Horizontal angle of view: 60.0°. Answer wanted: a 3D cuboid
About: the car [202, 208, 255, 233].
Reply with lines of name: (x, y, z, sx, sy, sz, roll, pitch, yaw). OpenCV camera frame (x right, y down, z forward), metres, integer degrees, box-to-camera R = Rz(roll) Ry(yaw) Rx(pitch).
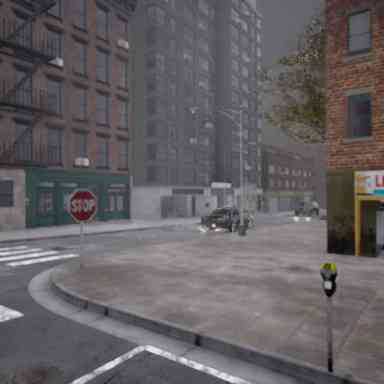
car: (2.843, 2.003, 23.816, 1.837, 1.490, 4.892, 0, -2, 36)

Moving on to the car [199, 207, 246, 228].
car: (2.734, 2.126, 28.735, 1.837, 1.490, 4.892, 0, -2, 36)

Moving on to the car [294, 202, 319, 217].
car: (16.583, 2.409, 47.833, 2.150, 2.045, 5.566, 0, -2, 36)
